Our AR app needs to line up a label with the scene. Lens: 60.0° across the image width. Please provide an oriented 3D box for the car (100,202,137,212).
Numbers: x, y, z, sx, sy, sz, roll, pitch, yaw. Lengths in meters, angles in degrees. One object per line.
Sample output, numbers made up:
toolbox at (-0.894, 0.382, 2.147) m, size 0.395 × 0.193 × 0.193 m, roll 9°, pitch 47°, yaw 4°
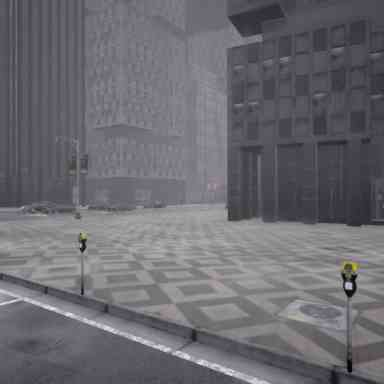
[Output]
car at (-10.685, 2.237, 50.089) m, size 2.033 × 1.411 × 5.357 m, roll 0°, pitch -1°, yaw 36°

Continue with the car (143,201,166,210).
car at (-6.873, 2.384, 60.867) m, size 1.882 × 1.535 × 5.008 m, roll 0°, pitch -1°, yaw 36°

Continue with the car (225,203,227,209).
car at (8.264, 2.469, 65.004) m, size 2.097 × 1.767 × 4.553 m, roll 0°, pitch -1°, yaw 35°

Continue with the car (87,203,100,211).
car at (-13.768, 2.283, 51.365) m, size 1.895 × 1.301 × 4.718 m, roll 0°, pitch -1°, yaw 36°

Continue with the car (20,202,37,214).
car at (-19.639, 1.982, 43.193) m, size 2.128 × 1.511 × 4.902 m, roll 0°, pitch -1°, yaw 36°

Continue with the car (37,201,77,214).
car at (-16.654, 2.059, 41.796) m, size 1.994 × 1.385 × 4.181 m, roll 0°, pitch -1°, yaw 35°
